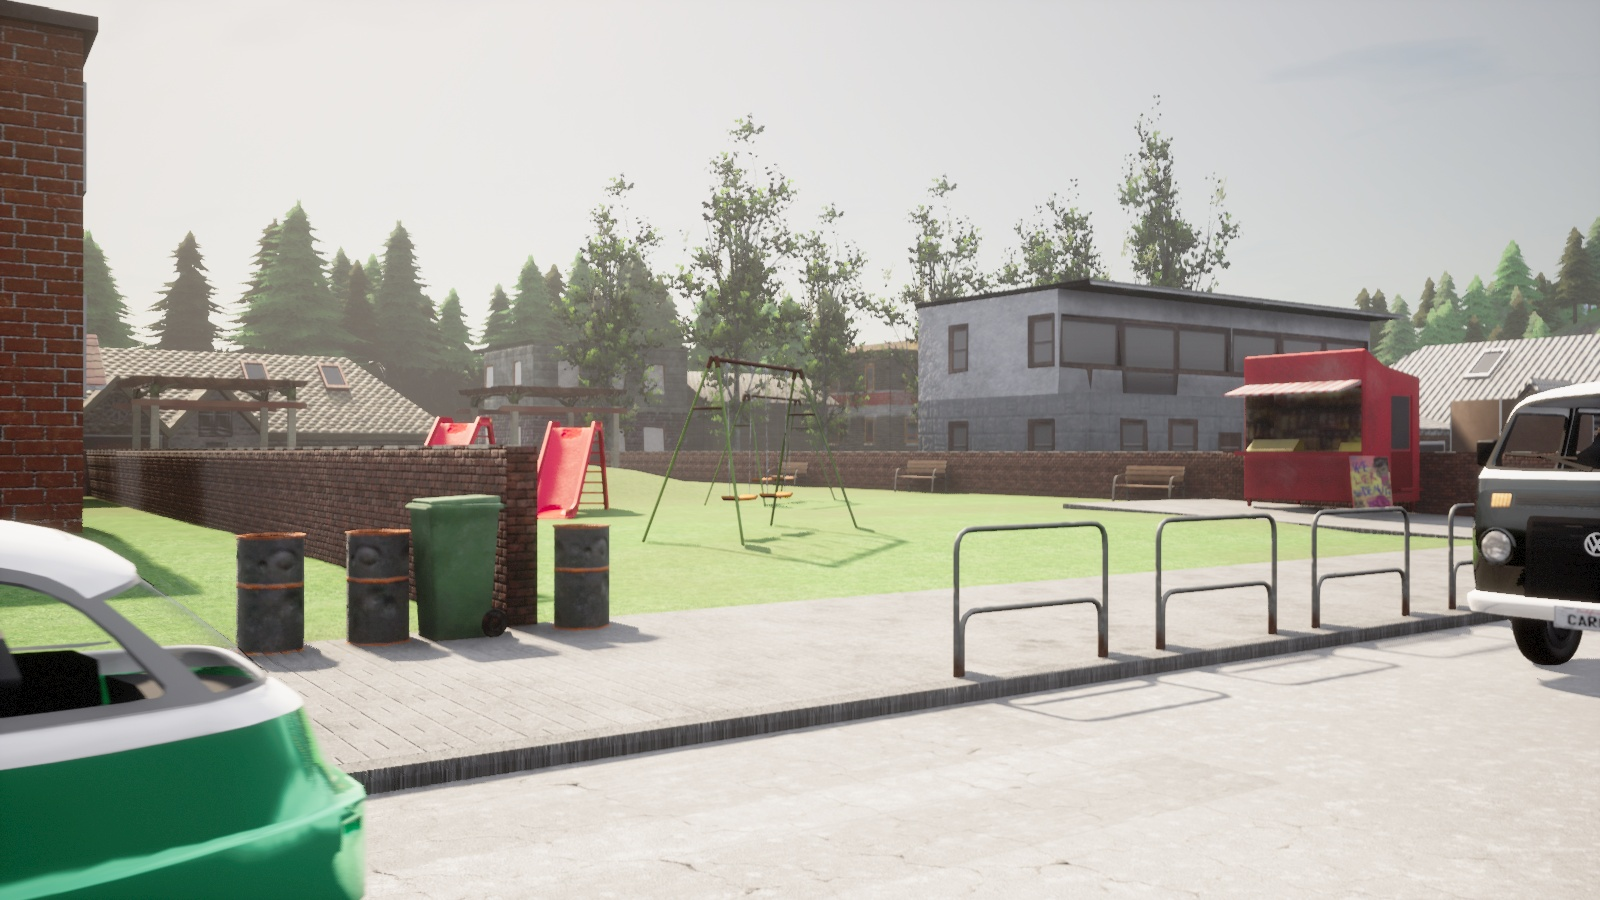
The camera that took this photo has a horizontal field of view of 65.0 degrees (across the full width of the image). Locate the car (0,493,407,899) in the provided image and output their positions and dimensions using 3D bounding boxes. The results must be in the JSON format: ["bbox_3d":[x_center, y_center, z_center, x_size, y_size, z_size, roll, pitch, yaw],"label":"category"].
[{"bbox_3d":[-2.197,0.811,2.736,2.207,1.376,1.481,1,-1,-35],"label":"car"}]

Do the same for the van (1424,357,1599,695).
[{"bbox_3d":[6.636,0.457,8.892,4.480,2.038,2.069,0,0,-35],"label":"van"}]
